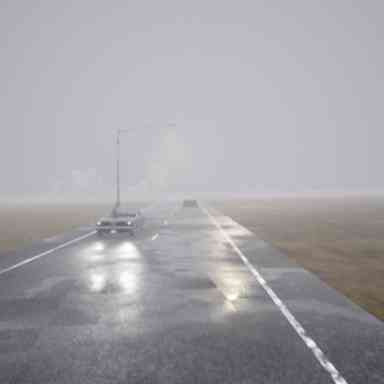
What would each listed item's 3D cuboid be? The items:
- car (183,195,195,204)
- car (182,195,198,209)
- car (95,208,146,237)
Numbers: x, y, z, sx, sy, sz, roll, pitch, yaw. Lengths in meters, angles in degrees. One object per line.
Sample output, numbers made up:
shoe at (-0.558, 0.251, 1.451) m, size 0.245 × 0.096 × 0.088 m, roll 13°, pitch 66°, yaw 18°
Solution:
car at (-0.591, 1.309, 61.965) m, size 2.128 × 1.511 × 4.902 m, roll 0°, pitch 0°, yaw -1°
car at (-0.251, 1.338, 43.865) m, size 1.882 × 1.535 × 5.008 m, roll 0°, pitch 0°, yaw -1°
car at (-3.661, 1.537, 17.705) m, size 1.895 × 1.301 × 4.718 m, roll 0°, pitch 0°, yaw 0°
